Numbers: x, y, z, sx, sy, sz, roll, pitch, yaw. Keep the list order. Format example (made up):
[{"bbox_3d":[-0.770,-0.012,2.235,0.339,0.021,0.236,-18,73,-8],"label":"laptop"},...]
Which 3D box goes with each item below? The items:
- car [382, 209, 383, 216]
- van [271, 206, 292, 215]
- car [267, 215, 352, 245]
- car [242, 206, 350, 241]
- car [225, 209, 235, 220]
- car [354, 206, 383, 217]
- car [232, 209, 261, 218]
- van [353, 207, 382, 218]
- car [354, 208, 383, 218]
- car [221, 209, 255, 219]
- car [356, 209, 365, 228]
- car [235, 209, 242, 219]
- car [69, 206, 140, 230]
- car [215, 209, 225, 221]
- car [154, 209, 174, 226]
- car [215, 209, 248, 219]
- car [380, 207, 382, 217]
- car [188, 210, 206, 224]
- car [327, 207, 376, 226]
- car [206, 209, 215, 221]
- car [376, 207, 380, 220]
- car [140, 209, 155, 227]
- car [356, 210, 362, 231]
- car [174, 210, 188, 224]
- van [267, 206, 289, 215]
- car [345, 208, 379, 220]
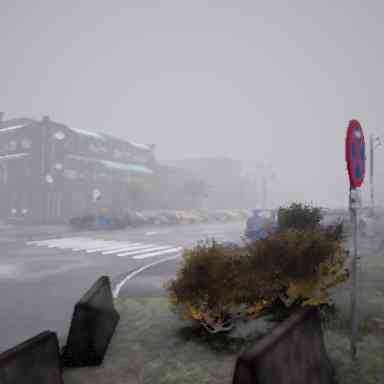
[{"bbox_3d":[24.936,3.312,49.797,5.566,2.045,2.435,1,-2,12],"label":"car"},{"bbox_3d":[20.071,4.116,74.403,4.442,1.987,1.878,0,-2,12],"label":"van"},{"bbox_3d":[7.421,2.387,21.540,4.892,1.521,2.231,1,-1,12],"label":"car"},{"bbox_3d":[5.860,2.028,18.986,5.566,2.045,2.435,1,-2,12],"label":"car"},{"bbox_3d":[3.065,3.191,46.708,5.008,1.535,2.097,0,-3,12],"label":"car"},{"bbox_3d":[37.651,4.163,70.352,5.566,2.045,2.435,1,-2,12],"label":"car"},{"bbox_3d":[9.320,3.640,56.773,4.792,1.488,2.163,0,-3,12],"label":"car"},{"bbox_3d":[32.969,3.872,62.622,4.442,1.987,1.878,1,-2,12],"label":"van"},{"bbox_3d":[34.472,4.077,65.193,4.553,1.767,2.185,1,-1,12],"label":"car"},{"bbox_3d":[7.554,3.504,54.288,5.366,1.575,1.946,0,-2,12],"label":"car"},{"bbox_3d":[12.215,2.582,29.250,4.553,1.767,2.185,1,-1,12],"label":"car"},{"bbox_3d":[4.441,3.295,49.260,5.366,1.575,1.946,-1,-2,12],"label":"car"},{"bbox_3d":[-7.856,2.207,29.125,5.566,2.045,2.435,0,-2,12],"label":"car"},{"bbox_3d":[1.481,3.116,44.200,4.792,1.488,2.163,0,-2,12],"label":"car"},{"bbox_3d":[-4.720,2.669,34.147,4.892,1.521,2.231,0,-3,12],"label":"car"},{"bbox_3d":[6.181,3.401,51.748,5.008,1.535,2.097,0,-2,12],"label":"car"},{"bbox_3d":[21.696,3.097,44.676,5.566,2.045,2.435,1,-1,12],"label":"car"},{"bbox_3d":[-1.421,2.873,39.143,5.366,1.575,1.946,0,-3,12],"label":"car"},{"bbox_3d":[15.341,2.669,34.395,5.566,2.045,2.435,1,-1,12],"label":"car"},{"bbox_3d":[-0.051,2.983,41.683,4.892,1.521,2.231,-1,-3,12],"label":"car"},{"bbox_3d":[18.578,2.884,39.521,5.566,2.045,2.435,1,-2,12],"label":"car"},{"bbox_3d":[-6.272,2.603,31.630,4.674,1.452,2.002,-1,-2,12],"label":"car"},{"bbox_3d":[10.628,2.475,26.674,4.553,1.767,2.185,1,-1,12],"label":"car"},{"bbox_3d":[-3.190,2.648,36.673,4.553,1.767,2.185,-1,-3,12],"label":"car"},{"bbox_3d":[18.513,4.012,71.889,4.442,1.987,1.878,0,-2,12],"label":"van"},{"bbox_3d":[28.054,3.650,54.944,4.553,1.767,2.185,1,-2,12],"label":"car"}]
